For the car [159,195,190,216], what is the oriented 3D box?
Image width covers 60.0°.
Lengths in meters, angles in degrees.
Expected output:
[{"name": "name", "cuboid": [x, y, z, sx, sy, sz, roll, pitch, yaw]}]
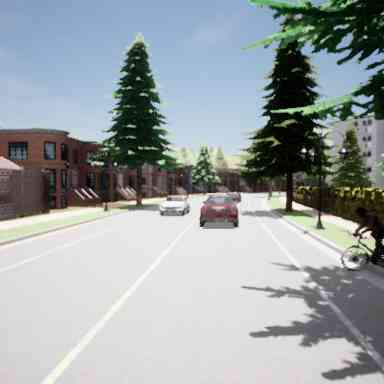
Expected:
[{"name": "car", "cuboid": [-1.238, 1.012, 26.061, 1.812, 1.442, 4.674, 0, 1, 8]}]

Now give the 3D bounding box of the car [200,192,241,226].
[{"name": "car", "cuboid": [1.664, 0.950, 19.763, 2.097, 1.767, 4.553, 0, 1, 6]}]

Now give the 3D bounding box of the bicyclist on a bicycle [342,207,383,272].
[{"name": "bicyclist on a bicycle", "cuboid": [4.587, 1.188, 8.490, 1.656, 1.620, 0.582, -9, 0, 4]}]
